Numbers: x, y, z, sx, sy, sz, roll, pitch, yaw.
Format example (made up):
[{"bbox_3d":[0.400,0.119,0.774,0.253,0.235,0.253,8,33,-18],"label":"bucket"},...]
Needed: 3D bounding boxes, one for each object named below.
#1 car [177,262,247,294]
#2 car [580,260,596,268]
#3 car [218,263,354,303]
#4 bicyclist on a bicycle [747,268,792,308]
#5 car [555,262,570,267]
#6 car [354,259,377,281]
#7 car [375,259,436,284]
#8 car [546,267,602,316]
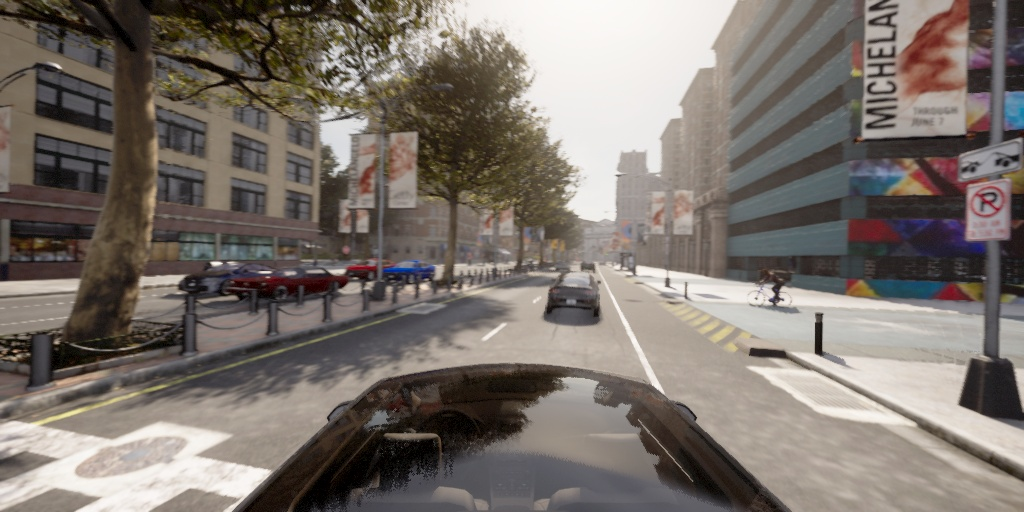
[{"bbox_3d":[-12.526,0.984,16.466,1.994,1.385,4.181,1,0,13],"label":"car"},{"bbox_3d":[11.023,1.375,52.060,2.097,1.767,4.553,1,0,13],"label":"car"},{"bbox_3d":[-9.229,1.107,15.236,1.895,1.301,4.718,1,0,13],"label":"car"},{"bbox_3d":[10.638,1.324,14.805,1.656,1.620,0.582,1,0,13],"label":"bicyclist on a bicycle"},{"bbox_3d":[7.371,1.528,51.790,1.895,1.301,4.718,1,0,13],"label":"car"},{"bbox_3d":[-10.228,0.954,26.596,1.882,1.535,5.008,1,0,13],"label":"car"},{"bbox_3d":[-7.010,1.038,24.981,1.882,1.535,5.008,1,0,13],"label":"car"},{"bbox_3d":[2.438,1.335,13.877,1.812,1.442,4.674,1,0,13],"label":"car"}]
